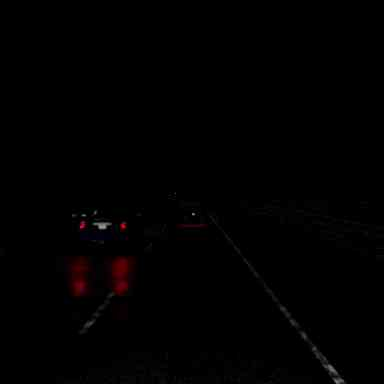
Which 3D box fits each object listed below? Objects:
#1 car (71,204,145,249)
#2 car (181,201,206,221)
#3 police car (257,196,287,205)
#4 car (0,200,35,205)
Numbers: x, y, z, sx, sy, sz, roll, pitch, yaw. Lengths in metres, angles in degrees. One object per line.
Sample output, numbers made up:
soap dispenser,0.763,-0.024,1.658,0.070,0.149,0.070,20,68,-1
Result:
car,-3.400,1.345,14.740,2.097,1.767,4.553,0,0,0
car,0.100,1.467,27.042,1.882,1.535,5.008,0,0,0
police car,10.004,1.286,42.347,1.930,1.638,5.238,0,-1,-19
car,-17.505,1.537,34.157,2.033,1.411,5.357,0,0,0
